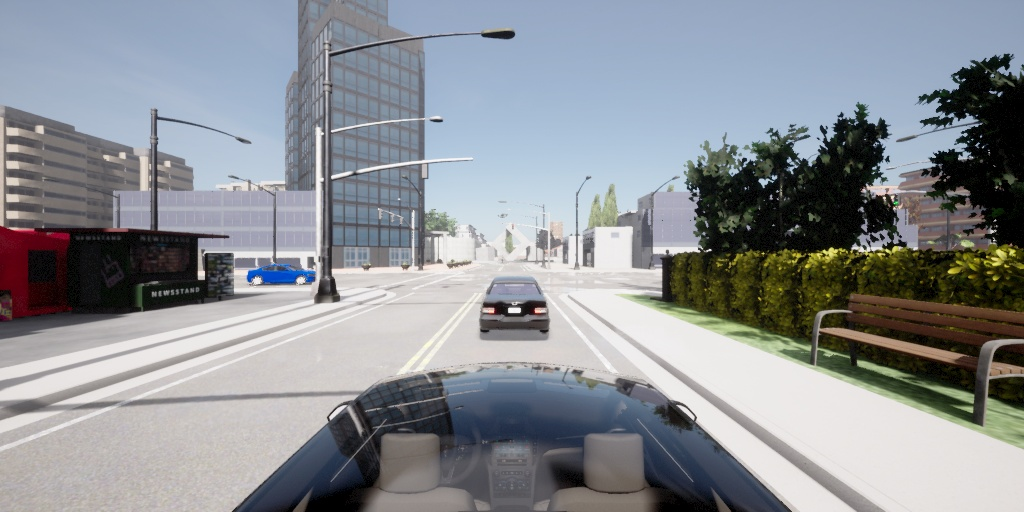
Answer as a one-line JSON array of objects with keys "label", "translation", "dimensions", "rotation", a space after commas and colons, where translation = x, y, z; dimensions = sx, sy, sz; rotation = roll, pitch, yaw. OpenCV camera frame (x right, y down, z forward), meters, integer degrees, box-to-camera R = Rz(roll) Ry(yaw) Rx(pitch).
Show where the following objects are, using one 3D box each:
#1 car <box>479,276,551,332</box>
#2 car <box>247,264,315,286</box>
[{"label": "car", "translation": [0.070, 1.297, 10.756], "dimensions": [2.033, 1.411, 5.357], "rotation": [0, 0, 0]}, {"label": "car", "translation": [-16.486, 1.333, 26.168], "dimensions": [5.008, 1.535, 1.882], "rotation": [-1, 0, 0]}]
